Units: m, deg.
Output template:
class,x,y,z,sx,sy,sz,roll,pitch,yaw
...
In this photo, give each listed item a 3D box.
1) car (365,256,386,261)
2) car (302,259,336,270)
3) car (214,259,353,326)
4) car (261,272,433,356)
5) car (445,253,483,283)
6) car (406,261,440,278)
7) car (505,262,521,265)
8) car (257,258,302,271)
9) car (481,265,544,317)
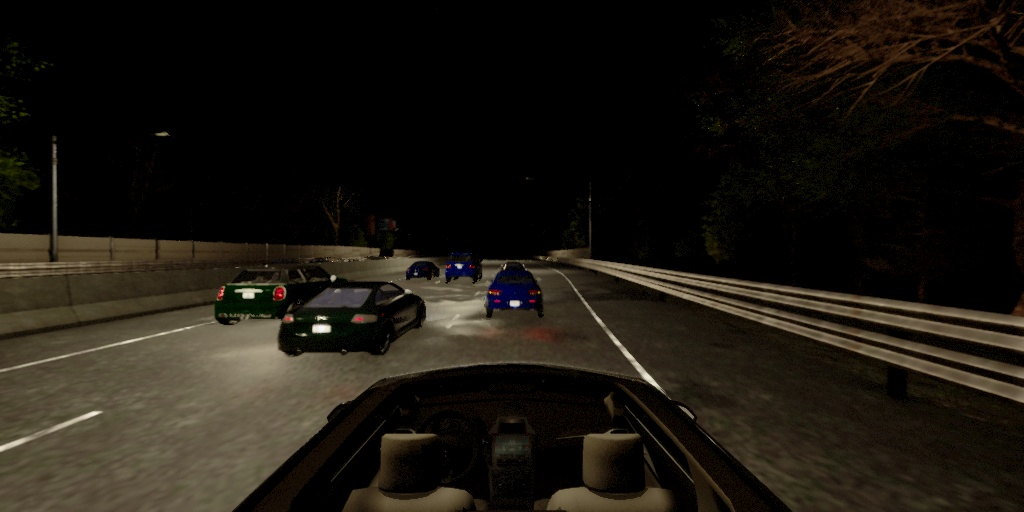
class,x,y,z,sx,sy,sz,roll,pitch,yaw
car,-17.581,0.830,45.881,2.097,1.767,4.553,0,0,0
car,-24.577,1.044,45.784,1.994,1.385,4.181,0,0,0
car,-6.922,1.038,11.573,2.097,1.767,4.553,0,1,1
car,-3.431,1.269,8.492,1.994,1.385,4.181,0,0,0
car,-3.418,0.813,26.114,2.150,2.045,5.566,0,0,0
car,-6.915,1.106,28.120,1.812,1.442,4.674,0,0,0
car,0.082,1.147,27.738,1.994,1.385,4.181,0,0,0
car,-28.059,1.038,43.512,2.033,1.411,5.357,0,0,0
car,0.086,1.203,12.750,1.812,1.442,4.674,0,0,0
